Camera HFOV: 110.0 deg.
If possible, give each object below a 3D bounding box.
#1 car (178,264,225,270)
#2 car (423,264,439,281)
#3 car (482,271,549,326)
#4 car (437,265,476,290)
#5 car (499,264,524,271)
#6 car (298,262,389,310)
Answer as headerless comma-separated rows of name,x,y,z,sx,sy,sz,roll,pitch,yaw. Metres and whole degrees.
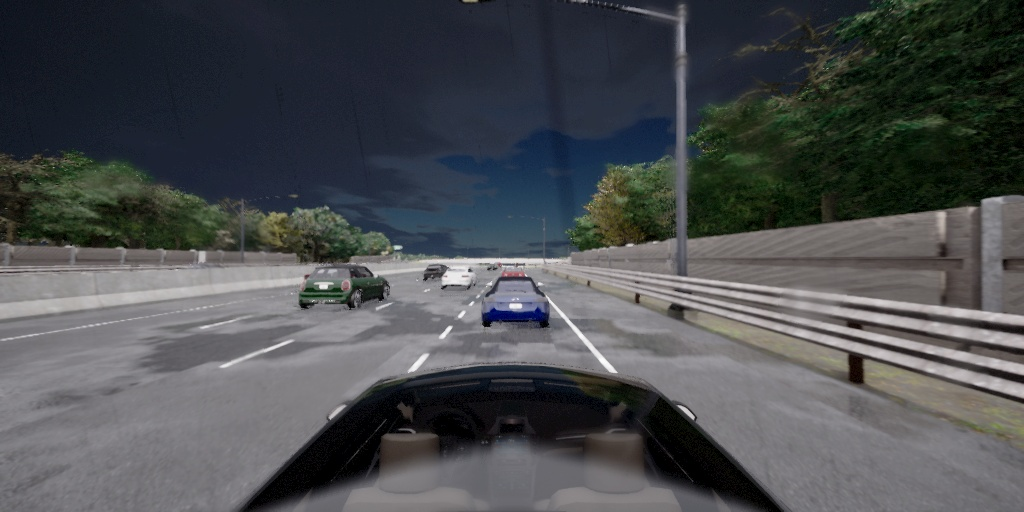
car,-31.581,1.541,36.403,2.128,1.511,4.902,0,-1,0
car,-6.894,1.514,33.402,1.837,1.490,4.892,0,-1,0
car,0.101,1.353,11.831,1.994,1.385,4.181,0,0,0
car,-3.497,1.420,24.052,1.812,1.442,4.674,0,-1,0
car,0.111,1.575,30.711,1.895,1.301,4.718,0,-1,0
car,-6.898,1.164,15.261,2.097,1.767,4.553,0,0,0
